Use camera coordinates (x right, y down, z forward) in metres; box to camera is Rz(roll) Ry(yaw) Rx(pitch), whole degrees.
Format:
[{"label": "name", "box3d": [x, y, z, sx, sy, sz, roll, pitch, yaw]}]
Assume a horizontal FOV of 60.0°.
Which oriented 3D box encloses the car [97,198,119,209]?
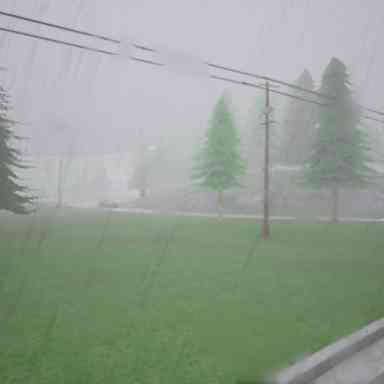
[{"label": "car", "box3d": [-12.314, 1.688, 48.313, 1.837, 1.490, 4.892, 1, -1, -36]}]
